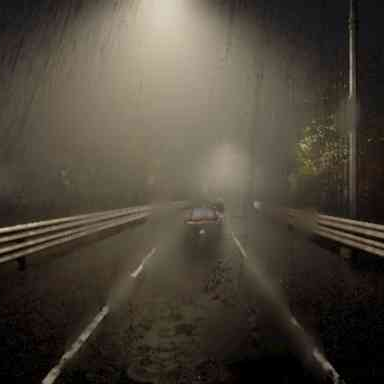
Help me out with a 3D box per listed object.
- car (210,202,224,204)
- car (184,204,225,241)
[{"bbox_3d":[3.197,1.927,43.480,1.994,1.385,4.181,0,0,8],"label":"car"},{"bbox_3d":[0.628,1.636,17.426,2.128,1.511,4.902,0,0,3],"label":"car"}]
